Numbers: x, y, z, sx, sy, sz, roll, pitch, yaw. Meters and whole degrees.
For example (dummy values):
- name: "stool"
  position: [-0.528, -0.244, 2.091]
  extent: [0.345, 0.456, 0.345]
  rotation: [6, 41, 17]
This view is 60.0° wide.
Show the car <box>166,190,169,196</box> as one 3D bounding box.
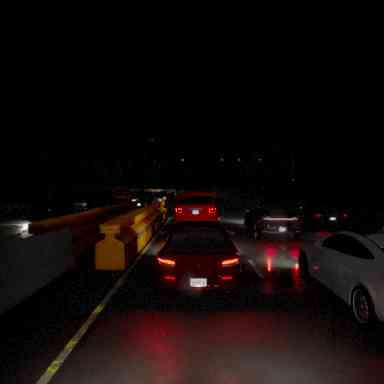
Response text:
- name: "car"
  position: [-6.433, 0.378, 77.882]
  extent: [2.128, 1.511, 4.902]
  rotation: [0, 1, 0]

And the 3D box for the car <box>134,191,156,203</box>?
- name: "car"
  position: [-6.761, 0.805, 48.383]
  extent: [1.837, 1.490, 4.892]
  rotation: [0, 0, 0]

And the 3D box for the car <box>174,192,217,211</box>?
- name: "car"
  position: [0.194, 0.981, 17.887]
  extent: [2.150, 2.045, 5.566]
  rotation: [0, 1, 0]

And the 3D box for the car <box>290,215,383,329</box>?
- name: "car"
  position: [3.625, 1.455, 6.656]
  extent: [1.812, 1.442, 4.674]
  rotation: [0, 1, 0]

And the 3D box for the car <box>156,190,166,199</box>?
- name: "car"
  position: [-6.604, 0.607, 62.789]
  extent: [1.812, 1.442, 4.674]
  rotation: [0, 1, 1]

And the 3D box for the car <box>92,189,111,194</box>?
- name: "car"
  position: [-13.740, 0.486, 50.768]
  extent: [2.150, 2.045, 5.566]
  rotation: [0, 1, 1]

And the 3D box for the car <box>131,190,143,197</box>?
- name: "car"
  position: [-13.408, 0.345, 81.114]
  extent: [2.033, 1.411, 5.357]
  rotation: [0, 1, 0]

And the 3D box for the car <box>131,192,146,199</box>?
- name: "car"
  position: [-10.096, 0.638, 63.239]
  extent: [1.994, 1.385, 4.181]
  rotation: [0, 1, 1]

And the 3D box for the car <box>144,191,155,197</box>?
- name: "car"
  position: [-9.934, 0.408, 77.778]
  extent: [1.994, 1.385, 4.181]
  rotation: [0, 1, 0]

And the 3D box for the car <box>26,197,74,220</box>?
- name: "car"
  position: [-10.448, 1.132, 24.860]
  extent: [1.882, 1.535, 5.008]
  rotation: [0, 1, 0]

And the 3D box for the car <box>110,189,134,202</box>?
- name: "car"
  position: [-10.251, 0.759, 49.501]
  extent: [1.882, 1.535, 5.008]
  rotation: [0, 1, 1]

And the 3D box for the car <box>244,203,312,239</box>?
- name: "car"
  position: [3.685, 1.281, 15.904]
  extent: [2.128, 1.511, 4.902]
  rotation: [0, 1, 0]

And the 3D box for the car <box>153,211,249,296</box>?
- name: "car"
  position: [0.136, 1.430, 8.290]
  extent: [1.812, 1.442, 4.674]
  rotation: [0, 1, 0]

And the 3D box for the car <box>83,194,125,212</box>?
- name: "car"
  position: [-6.941, 1.132, 25.768]
  extent: [2.128, 1.511, 4.902]
  rotation: [0, 1, 0]

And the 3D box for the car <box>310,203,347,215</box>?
- name: "car"
  position: [7.208, 1.306, 18.990]
  extent: [1.994, 1.385, 4.181]
  rotation: [0, 1, 0]
